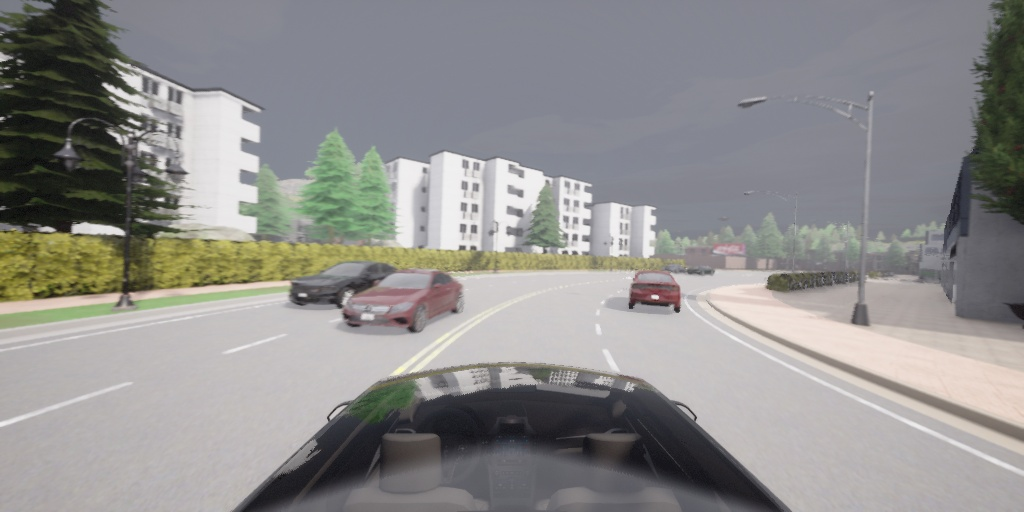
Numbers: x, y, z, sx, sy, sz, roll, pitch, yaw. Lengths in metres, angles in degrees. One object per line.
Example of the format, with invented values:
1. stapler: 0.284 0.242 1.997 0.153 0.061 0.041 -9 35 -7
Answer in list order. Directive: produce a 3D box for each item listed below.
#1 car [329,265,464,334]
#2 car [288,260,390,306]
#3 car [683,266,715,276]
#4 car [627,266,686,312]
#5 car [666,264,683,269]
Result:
1. car: -2.748 1.094 10.244 1.812 1.442 4.674 2 0 11
2. car: -5.677 0.905 13.172 1.882 1.535 5.008 2 0 14
3. car: 25.201 1.962 47.857 4.718 1.301 1.895 2 1 -40
4. car: 6.006 1.350 15.382 1.882 1.535 5.008 2 0 19
5. car: 22.738 1.808 50.357 4.181 1.385 1.994 2 1 -40
